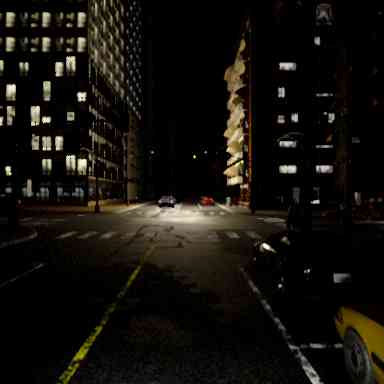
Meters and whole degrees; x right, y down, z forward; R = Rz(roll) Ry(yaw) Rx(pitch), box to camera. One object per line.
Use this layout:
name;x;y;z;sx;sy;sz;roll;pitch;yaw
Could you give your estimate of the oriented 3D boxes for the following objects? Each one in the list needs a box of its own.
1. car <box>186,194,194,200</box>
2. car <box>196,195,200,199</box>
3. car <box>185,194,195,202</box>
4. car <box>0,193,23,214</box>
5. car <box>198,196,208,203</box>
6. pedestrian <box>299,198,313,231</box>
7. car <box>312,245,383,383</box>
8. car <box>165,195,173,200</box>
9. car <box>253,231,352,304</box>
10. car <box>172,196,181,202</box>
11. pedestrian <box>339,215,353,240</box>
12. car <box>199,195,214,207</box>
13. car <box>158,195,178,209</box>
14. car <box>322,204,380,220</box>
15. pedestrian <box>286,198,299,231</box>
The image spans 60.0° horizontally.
car;-0.512;1.263;82.540;2.128;1.511;4.902;0;0;0
car;2.300;1.472;62.874;2.008;1.369;4.403;0;0;0
car;-0.450;1.458;72.538;1.994;1.385;4.181;0;0;0
car;-17.880;0.980;29.869;5.009;1.841;2.192;1;-1;-1
car;2.266;1.467;68.522;2.008;1.369;4.403;0;0;0
pedestrian;5.115;1.119;14.808;0.375;1.860;0.375;0;0;0
car;2.675;1.521;2.421;1.752;1.417;4.829;0;0;0
car;-6.255;1.451;91.064;2.008;1.369;4.403;0;0;0
car;2.640;1.554;7.934;1.947;1.339;4.313;0;0;0
car;-3.476;1.490;76.468;1.895;1.301;4.718;0;0;0
pedestrian;7.148;1.280;15.421;0.375;1.860;0.375;0;0;0
car;2.430;1.515;49.957;1.802;1.307;4.206;0;0;0
car;-3.369;1.290;45.017;2.097;1.767;4.553;0;0;0
car;14.453;1.788;30.348;4.829;1.417;1.752;1;-1;-1
pedestrian;4.877;1.116;16.007;0.375;1.860;0.375;0;0;0
